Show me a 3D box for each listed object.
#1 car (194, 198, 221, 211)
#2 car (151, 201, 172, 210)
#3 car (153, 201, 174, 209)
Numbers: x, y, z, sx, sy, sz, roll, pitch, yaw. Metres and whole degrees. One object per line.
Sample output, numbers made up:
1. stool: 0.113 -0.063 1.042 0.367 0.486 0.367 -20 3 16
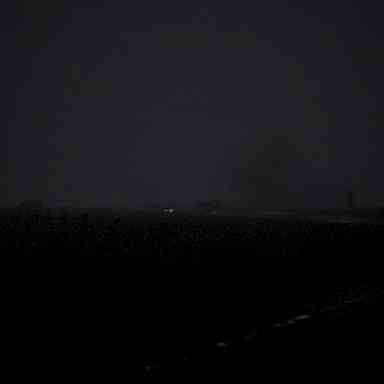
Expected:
1. car: 2.652 2.121 56.798 2.150 2.045 5.566 -1 0 -36
2. car: -5.860 2.618 62.658 2.033 1.411 5.357 -1 0 -36
3. car: -6.000 2.604 68.857 2.128 1.511 4.902 -1 0 -36
